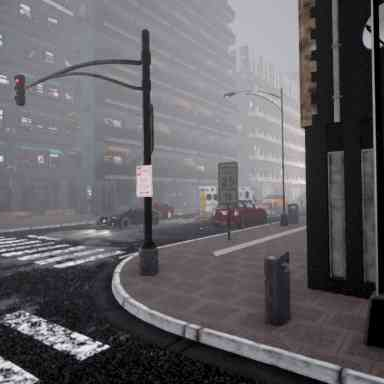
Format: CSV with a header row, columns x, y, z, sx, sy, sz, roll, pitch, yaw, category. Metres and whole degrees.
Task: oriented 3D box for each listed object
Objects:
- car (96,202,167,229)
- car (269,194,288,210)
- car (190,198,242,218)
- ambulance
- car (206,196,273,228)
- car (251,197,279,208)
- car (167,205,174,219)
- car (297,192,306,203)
x,y,z,sx,sy,sz,roll,pitch,yaw,category
-3.846,1.464,20.592,1.994,1.385,4.181,-1,0,36,car
9.329,1.076,38.448,2.097,1.767,4.553,-1,0,39,car
2.159,1.311,28.764,2.128,1.511,4.902,-1,0,37,car
3.115,0.814,24.846,2.351,2.431,6.366,-1,0,36,ambulance
2.933,1.201,19.842,1.967,1.590,4.097,-1,0,36,car
9.498,1.311,43.129,1.947,1.339,4.313,-1,0,36,car
-3.259,1.458,25.906,1.887,1.381,4.507,-1,0,36,car
19.550,0.931,56.827,2.192,1.841,5.009,-1,0,36,car
